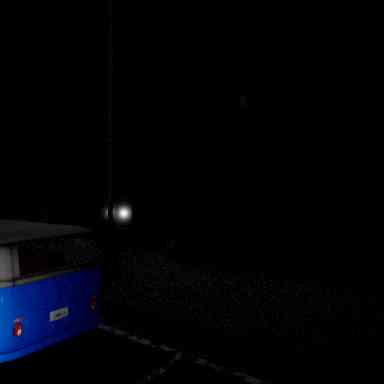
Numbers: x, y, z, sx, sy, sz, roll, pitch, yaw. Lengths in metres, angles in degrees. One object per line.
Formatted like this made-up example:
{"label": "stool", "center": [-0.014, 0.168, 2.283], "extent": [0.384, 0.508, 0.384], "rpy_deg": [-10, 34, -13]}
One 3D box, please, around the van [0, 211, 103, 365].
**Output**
{"label": "van", "center": [-3.224, 1.341, 5.377], "extent": [3.998, 1.788, 1.690], "rpy_deg": [0, 0, 36]}

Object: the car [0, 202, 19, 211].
{"label": "car", "center": [-16.648, 1.498, 26.785], "extent": [1.837, 1.490, 4.892], "rpy_deg": [0, 0, 35]}

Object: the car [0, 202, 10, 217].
{"label": "car", "center": [-18.890, 1.584, 29.252], "extent": [1.895, 1.301, 4.718], "rpy_deg": [0, 0, 35]}
